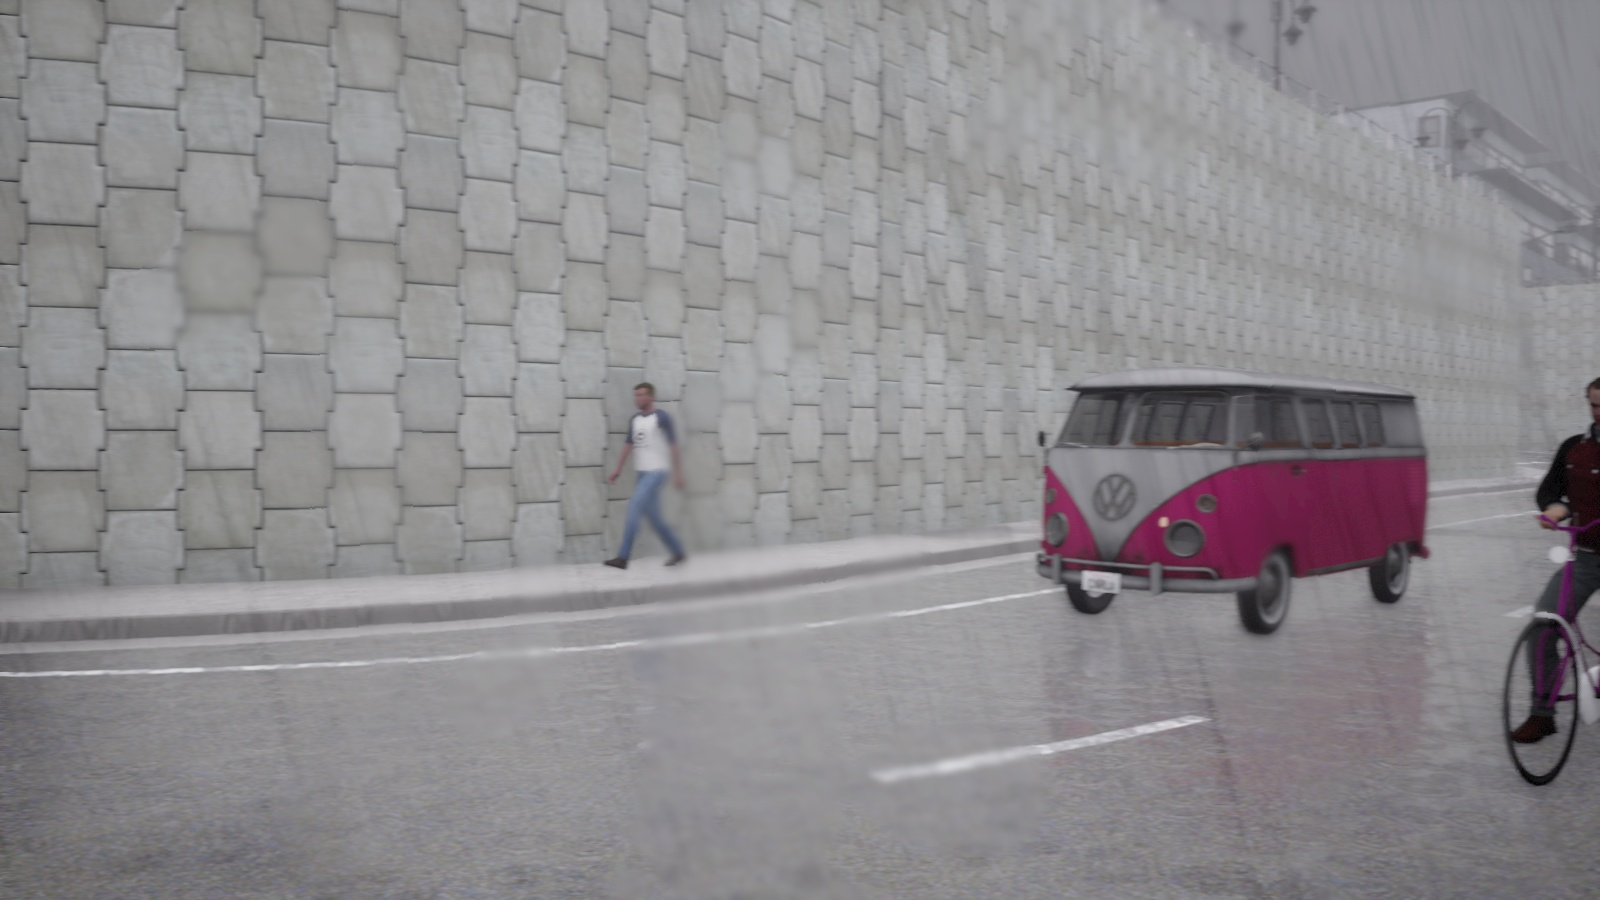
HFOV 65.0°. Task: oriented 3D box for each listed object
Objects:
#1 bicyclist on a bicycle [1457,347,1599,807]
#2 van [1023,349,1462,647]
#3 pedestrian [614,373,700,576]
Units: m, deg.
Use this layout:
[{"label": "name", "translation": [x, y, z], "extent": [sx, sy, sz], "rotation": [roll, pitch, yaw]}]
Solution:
[{"label": "bicyclist on a bicycle", "translation": [3.658, 0.477, 5.583], "extent": [1.843, 1.776, 0.659], "rotation": [-1, 1, -40]}, {"label": "van", "translation": [3.897, 0.279, 10.576], "extent": [1.775, 1.987, 4.442], "rotation": [0, 1, 44]}, {"label": "pedestrian", "translation": [-1.332, 0.216, 11.766], "extent": [0.706, 1.836, 0.354], "rotation": [-1, 1, -44]}]
